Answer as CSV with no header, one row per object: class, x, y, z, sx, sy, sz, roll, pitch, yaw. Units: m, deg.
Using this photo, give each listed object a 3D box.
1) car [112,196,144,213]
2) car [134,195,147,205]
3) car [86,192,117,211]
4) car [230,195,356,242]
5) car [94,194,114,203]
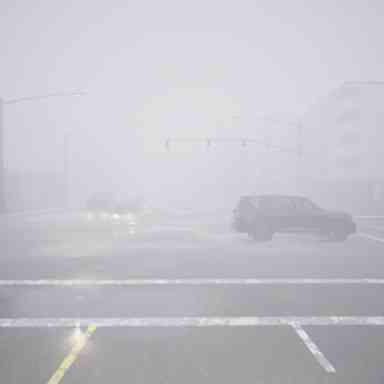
car,-6.557,1.405,34.574,1.895,1.301,4.718,0,1,1
car,-8.019,1.140,50.512,1.882,1.535,5.008,0,1,-15
car,-10.087,1.005,37.223,2.150,2.045,5.566,0,1,-1
car,4.556,1.157,15.452,5.566,2.045,2.150,0,0,-2
car,-16.234,1.121,61.285,2.033,1.411,5.357,0,1,-32
